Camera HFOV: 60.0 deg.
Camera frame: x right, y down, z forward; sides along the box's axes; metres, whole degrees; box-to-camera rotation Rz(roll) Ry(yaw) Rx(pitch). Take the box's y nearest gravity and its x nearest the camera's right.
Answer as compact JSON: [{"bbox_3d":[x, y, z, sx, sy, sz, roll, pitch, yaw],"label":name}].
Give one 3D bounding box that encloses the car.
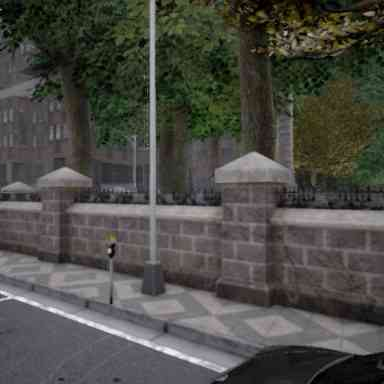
[{"bbox_3d":[1.867,1.563,1.631,4.313,1.339,1.947,0,0,36],"label":"car"}]
